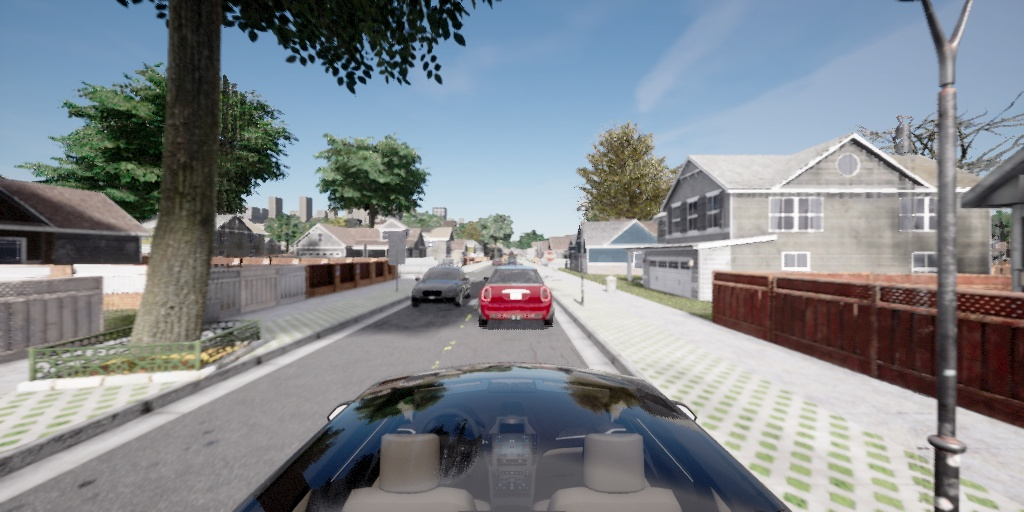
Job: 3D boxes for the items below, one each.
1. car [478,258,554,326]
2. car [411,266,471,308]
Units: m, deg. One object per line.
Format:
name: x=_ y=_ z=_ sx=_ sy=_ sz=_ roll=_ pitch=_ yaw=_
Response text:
car: x=0.105 y=1.071 z=11.649 sx=2.097 sy=1.767 sz=4.553 roll=0 pitch=0 yaw=0
car: x=-2.828 y=1.213 z=15.134 sx=1.837 sy=1.490 sz=4.892 roll=0 pitch=0 yaw=0
